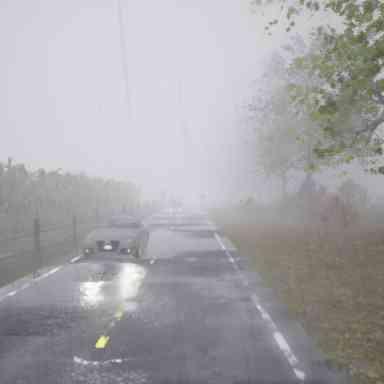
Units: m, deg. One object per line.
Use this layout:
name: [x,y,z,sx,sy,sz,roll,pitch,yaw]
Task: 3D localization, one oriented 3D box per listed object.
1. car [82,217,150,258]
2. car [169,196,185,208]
car: [-2.853,1.703,13.258,1.994,1.385,4.181,0,-1,0]
car: [-2.760,1.819,58.929,2.150,2.045,5.566,0,0,0]
